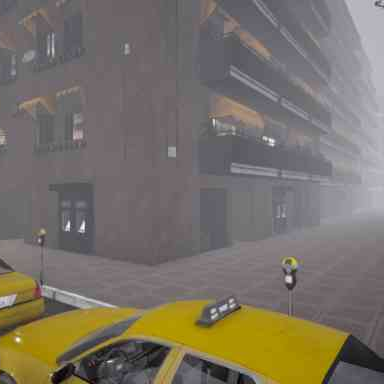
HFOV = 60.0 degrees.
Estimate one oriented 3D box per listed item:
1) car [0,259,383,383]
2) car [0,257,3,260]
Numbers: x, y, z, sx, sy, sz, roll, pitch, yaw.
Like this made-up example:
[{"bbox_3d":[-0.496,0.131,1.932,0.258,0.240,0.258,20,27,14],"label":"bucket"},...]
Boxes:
[{"bbox_3d":[-0.003,1.526,2.728,4.829,1.417,1.752,0,0,36],"label":"car"},{"bbox_3d":[-4.591,1.527,6.009,4.829,1.417,1.752,0,0,36],"label":"car"}]
